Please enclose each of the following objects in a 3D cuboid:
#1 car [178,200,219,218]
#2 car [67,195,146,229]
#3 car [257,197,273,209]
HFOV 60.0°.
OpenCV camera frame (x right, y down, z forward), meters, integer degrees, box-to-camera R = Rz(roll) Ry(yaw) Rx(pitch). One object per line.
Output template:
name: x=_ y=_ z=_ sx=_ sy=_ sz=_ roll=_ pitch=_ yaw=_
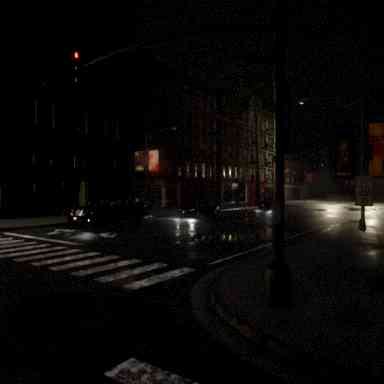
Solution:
car: x=0.656 y=1.479 z=30.405 sx=1.837 sy=1.490 sz=4.892 roll=0 pitch=0 yaw=35
car: x=-5.389 y=1.202 z=21.922 sx=2.150 sy=2.045 sz=5.566 roll=0 pitch=0 yaw=33
car: x=10.295 y=1.472 z=43.943 sx=1.837 sy=1.490 sz=4.892 roll=0 pitch=0 yaw=36
